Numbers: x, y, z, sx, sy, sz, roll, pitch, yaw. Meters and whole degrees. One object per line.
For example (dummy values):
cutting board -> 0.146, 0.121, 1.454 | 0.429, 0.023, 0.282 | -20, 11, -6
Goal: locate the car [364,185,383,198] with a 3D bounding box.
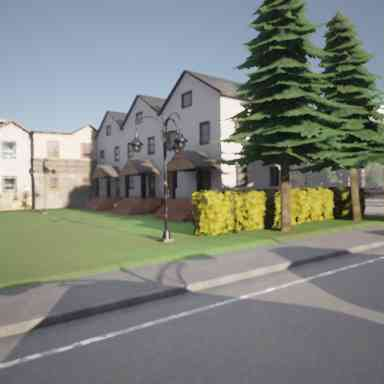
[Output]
car -> 27.962, -0.064, 49.800 | 1.932, 1.855, 4.605 | -2, 1, -36

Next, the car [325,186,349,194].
car -> 32.813, -0.486, 75.254 | 1.932, 1.855, 4.605 | -2, 1, -36
